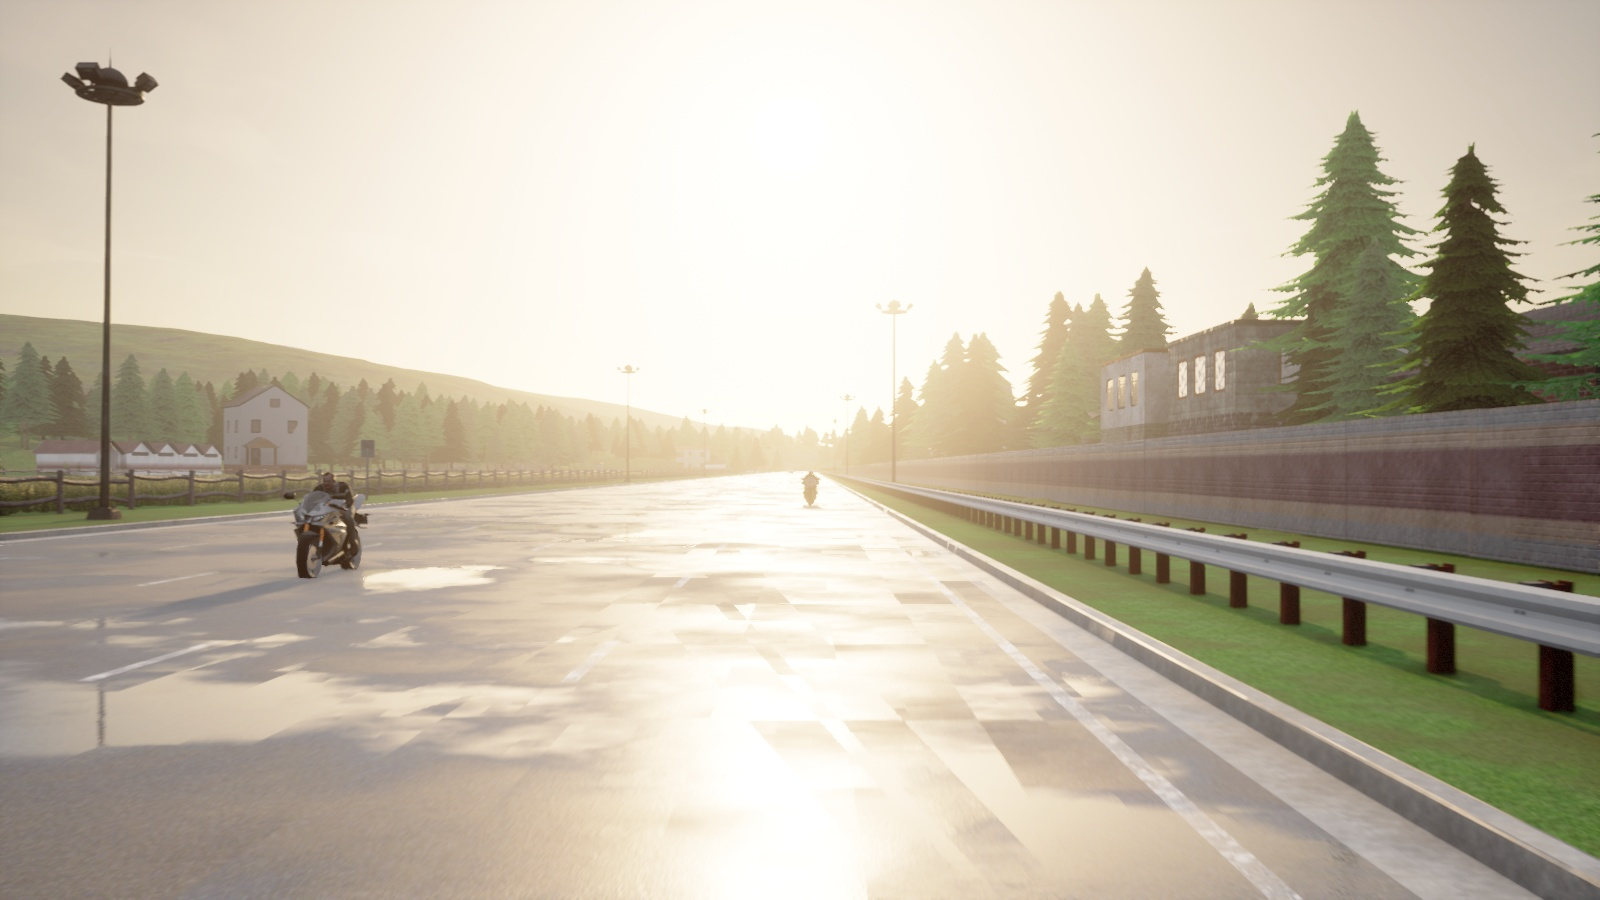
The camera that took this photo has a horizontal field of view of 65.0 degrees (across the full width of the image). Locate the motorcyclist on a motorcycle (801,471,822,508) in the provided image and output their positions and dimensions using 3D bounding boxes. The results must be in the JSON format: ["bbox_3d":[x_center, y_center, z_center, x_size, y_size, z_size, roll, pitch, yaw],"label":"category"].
[{"bbox_3d":[0.485,1.666,53.721,0.866,1.530,2.191,0,-1,1],"label":"motorcyclist on a motorcycle"}]

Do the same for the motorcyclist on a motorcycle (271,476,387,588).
[{"bbox_3d":[-6.842,1.153,18.373,0.866,1.530,2.191,0,-1,1],"label":"motorcyclist on a motorcycle"}]
